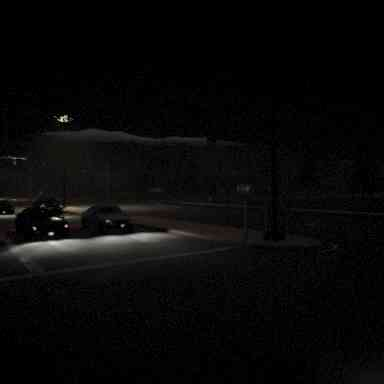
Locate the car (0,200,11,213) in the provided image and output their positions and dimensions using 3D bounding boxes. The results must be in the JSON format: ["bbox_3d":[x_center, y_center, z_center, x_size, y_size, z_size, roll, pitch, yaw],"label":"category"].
[{"bbox_3d":[-19.172,1.522,33.505,2.033,1.411,5.357,0,0,-35],"label":"car"}]

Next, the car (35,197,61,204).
[{"bbox_3d":[-13.874,1.302,31.975,2.097,1.767,4.553,0,0,-35],"label":"car"}]

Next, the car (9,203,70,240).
[{"bbox_3d":[-7.954,1.523,17.386,2.033,1.411,5.357,0,0,-35],"label":"car"}]

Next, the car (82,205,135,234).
[{"bbox_3d":[-4.987,1.478,19.284,1.812,1.442,4.674,0,0,-36],"label":"car"}]
